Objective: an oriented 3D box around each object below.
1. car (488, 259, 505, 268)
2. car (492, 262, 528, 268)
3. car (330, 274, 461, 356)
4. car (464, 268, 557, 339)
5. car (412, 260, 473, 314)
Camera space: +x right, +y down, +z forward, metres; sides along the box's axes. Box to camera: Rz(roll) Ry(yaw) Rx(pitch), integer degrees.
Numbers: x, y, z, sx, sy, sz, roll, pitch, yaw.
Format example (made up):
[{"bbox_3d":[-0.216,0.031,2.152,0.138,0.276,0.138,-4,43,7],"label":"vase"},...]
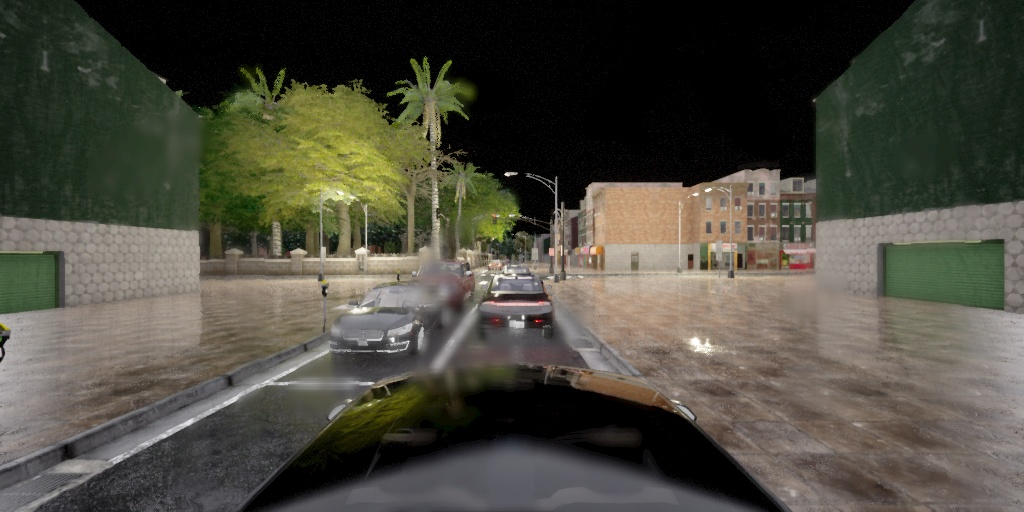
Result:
[{"bbox_3d":[-2.420,1.295,52.125,1.967,1.591,4.097,0,0,0],"label":"car"},{"bbox_3d":[0.179,1.252,19.406,2.128,1.511,4.902,0,0,-2],"label":"car"},{"bbox_3d":[-2.611,1.301,8.516,2.007,1.370,4.403,0,0,0],"label":"car"},{"bbox_3d":[0.130,1.243,10.017,2.128,1.511,4.902,0,0,0],"label":"car"},{"bbox_3d":[-2.587,1.069,13.979,2.192,1.841,5.009,0,0,0],"label":"car"}]
